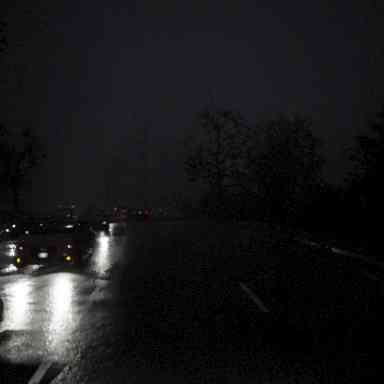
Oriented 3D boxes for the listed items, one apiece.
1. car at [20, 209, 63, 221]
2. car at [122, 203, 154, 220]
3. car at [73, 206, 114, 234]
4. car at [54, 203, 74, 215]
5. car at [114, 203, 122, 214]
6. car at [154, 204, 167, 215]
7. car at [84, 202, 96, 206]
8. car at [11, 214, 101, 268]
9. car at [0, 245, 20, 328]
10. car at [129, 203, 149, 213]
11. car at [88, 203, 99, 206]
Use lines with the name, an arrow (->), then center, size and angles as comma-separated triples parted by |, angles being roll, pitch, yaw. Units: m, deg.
car -> -9.704, 2.015, 20.928 | 1.895, 1.301, 4.718 | -1, -1, -12
car -> -5.711, 2.087, 34.377 | 2.033, 1.411, 5.357 | -1, -1, -17
car -> -6.310, 1.881, 21.669 | 1.812, 1.442, 4.674 | -1, -1, -12
car -> -12.108, 2.110, 31.019 | 1.882, 1.535, 5.008 | -1, -1, -16
car -> -10.175, 2.335, 46.888 | 1.837, 1.490, 4.892 | -1, -1, -22
car -> -4.517, 2.185, 41.925 | 1.994, 1.385, 4.181 | -1, -1, -20
car -> -14.769, 2.167, 48.796 | 1.882, 1.535, 5.008 | -1, -1, -24
car -> -4.719, 1.743, 11.976 | 1.994, 1.385, 4.181 | -1, -1, -7
car -> -3.861, 1.650, 3.611 | 1.994, 1.385, 4.181 | -1, 0, -5
car -> -8.222, 2.405, 51.217 | 1.994, 1.385, 4.181 | -1, -1, -24
car -> -8.650, 2.089, 31.609 | 1.812, 1.442, 4.674 | -1, -1, -16
